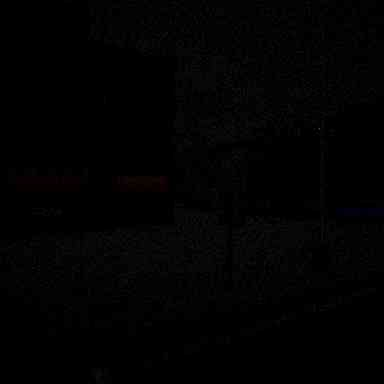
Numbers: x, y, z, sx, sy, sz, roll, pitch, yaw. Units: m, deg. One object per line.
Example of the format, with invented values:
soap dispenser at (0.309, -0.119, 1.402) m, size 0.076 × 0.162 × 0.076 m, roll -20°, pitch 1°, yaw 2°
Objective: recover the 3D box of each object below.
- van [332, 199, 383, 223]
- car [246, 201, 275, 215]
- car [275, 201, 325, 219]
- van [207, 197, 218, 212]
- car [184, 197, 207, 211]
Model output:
van at (13.649, 1.513, 27.316) m, size 1.690 × 1.788 × 3.998 m, roll 0°, pitch 0°, yaw -36°
car at (7.274, 1.642, 36.220) m, size 1.967 × 1.590 × 4.097 m, roll 0°, pitch 0°, yaw -36°
car at (10.461, 1.627, 31.768) m, size 1.967 × 1.590 × 4.097 m, roll 0°, pitch 0°, yaw -36°
van at (4.086, 1.559, 40.672) m, size 1.690 × 1.788 × 3.998 m, roll 0°, pitch 0°, yaw -36°
car at (0.899, 1.550, 45.122) m, size 2.192 × 1.841 × 5.009 m, roll 0°, pitch 0°, yaw -36°
